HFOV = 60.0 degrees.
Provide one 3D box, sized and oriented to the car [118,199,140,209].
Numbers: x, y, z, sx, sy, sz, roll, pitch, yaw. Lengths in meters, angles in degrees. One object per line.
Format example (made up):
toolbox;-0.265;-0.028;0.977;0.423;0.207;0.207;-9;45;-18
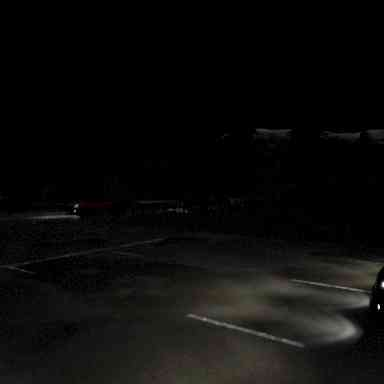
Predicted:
car;-8.488;1.494;39.201;1.895;1.301;4.718;0;0;43

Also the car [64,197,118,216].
car;-9.876;1.260;32.022;2.097;1.767;4.553;0;0;39

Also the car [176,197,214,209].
car;0.168;1.421;42.709;4.892;1.490;1.837;0;0;-41

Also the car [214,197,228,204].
car;3.365;1.434;49.857;4.674;1.442;1.812;0;0;-36

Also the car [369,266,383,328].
car;5.064;1.352;4.633;4.553;1.767;2.097;0;0;36
